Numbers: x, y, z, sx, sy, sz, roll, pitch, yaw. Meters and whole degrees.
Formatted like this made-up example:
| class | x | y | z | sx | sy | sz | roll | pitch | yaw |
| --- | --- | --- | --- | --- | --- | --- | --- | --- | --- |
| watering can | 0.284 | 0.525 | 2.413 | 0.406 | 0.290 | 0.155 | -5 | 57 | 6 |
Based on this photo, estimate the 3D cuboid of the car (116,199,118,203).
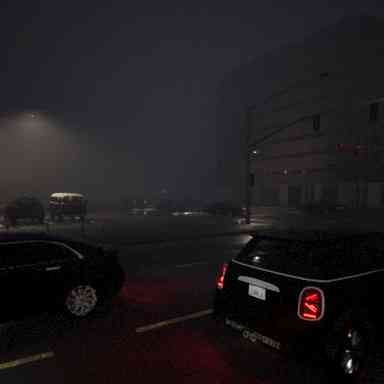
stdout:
| class | x | y | z | sx | sy | sz | roll | pitch | yaw |
| --- | --- | --- | --- | --- | --- | --- | --- | --- | --- |
| car | -13.960 | 1.619 | 67.980 | 1.994 | 1.385 | 4.181 | 0 | 0 | -35 |

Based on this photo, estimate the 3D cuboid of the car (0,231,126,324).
| class | x | y | z | sx | sy | sz | roll | pitch | yaw |
| --- | --- | --- | --- | --- | --- | --- | --- | --- | --- |
| car | -3.579 | 1.505 | 5.738 | 4.892 | 1.490 | 1.837 | 0 | 0 | -36 |

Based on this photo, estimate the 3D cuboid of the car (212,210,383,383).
| class | x | y | z | sx | sy | sz | roll | pitch | yaw |
| --- | --- | --- | --- | --- | --- | --- | --- | --- | --- |
| car | 2.601 | 1.352 | 5.658 | 4.553 | 1.767 | 2.097 | 0 | 0 | -35 |

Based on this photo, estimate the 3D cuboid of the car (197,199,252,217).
| class | x | y | z | sx | sy | sz | roll | pitch | yaw |
| --- | --- | --- | --- | --- | --- | --- | --- | --- | --- |
| car | 3.168 | 1.603 | 31.431 | 2.033 | 1.411 | 5.357 | 0 | 0 | -35 |

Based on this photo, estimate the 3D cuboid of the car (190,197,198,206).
| class | x | y | z | sx | sy | sz | roll | pitch | yaw |
| --- | --- | --- | --- | --- | --- | --- | --- | --- | --- |
| car | -0.192 | 1.603 | 54.641 | 2.033 | 1.411 | 5.357 | 0 | 0 | -35 |

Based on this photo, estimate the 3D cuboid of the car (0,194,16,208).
| class | x | y | z | sx | sy | sz | roll | pitch | yaw |
| --- | --- | --- | --- | --- | --- | --- | --- | --- | --- |
| car | -31.719 | 1.209 | 56.462 | 1.932 | 1.855 | 4.605 | 0 | 0 | -35 |

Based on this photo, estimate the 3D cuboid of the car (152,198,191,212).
| class | x | y | z | sx | sy | sz | roll | pitch | yaw |
| --- | --- | --- | --- | --- | --- | --- | --- | --- | --- |
| car | -2.525 | 1.581 | 39.464 | 1.812 | 1.442 | 4.674 | 0 | 0 | -36 |

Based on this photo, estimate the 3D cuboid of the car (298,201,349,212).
| class | x | y | z | sx | sy | sz | roll | pitch | yaw |
| --- | --- | --- | --- | --- | --- | --- | --- | --- | --- |
| car | 13.454 | 1.604 | 34.337 | 2.033 | 1.411 | 5.357 | 0 | 0 | -26 |

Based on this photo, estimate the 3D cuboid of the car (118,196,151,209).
| class | x | y | z | sx | sy | sz | roll | pitch | yaw |
| --- | --- | --- | --- | --- | --- | --- | --- | --- | --- |
| car | -8.287 | 1.407 | 47.579 | 2.097 | 1.767 | 4.553 | 0 | 0 | -35 |
